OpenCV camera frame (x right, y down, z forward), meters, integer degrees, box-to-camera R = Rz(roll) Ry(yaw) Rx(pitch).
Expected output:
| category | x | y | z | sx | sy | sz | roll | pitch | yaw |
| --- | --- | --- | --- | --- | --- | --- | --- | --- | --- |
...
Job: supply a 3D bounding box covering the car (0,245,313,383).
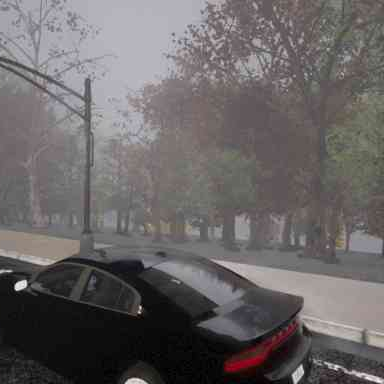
| category | x | y | z | sx | sy | sz | roll | pitch | yaw |
| --- | --- | --- | --- | --- | --- | --- | --- | --- | --- |
| car | -1.034 | 1.477 | 4.477 | 5.008 | 1.535 | 1.882 | 0 | 0 | 36 |
